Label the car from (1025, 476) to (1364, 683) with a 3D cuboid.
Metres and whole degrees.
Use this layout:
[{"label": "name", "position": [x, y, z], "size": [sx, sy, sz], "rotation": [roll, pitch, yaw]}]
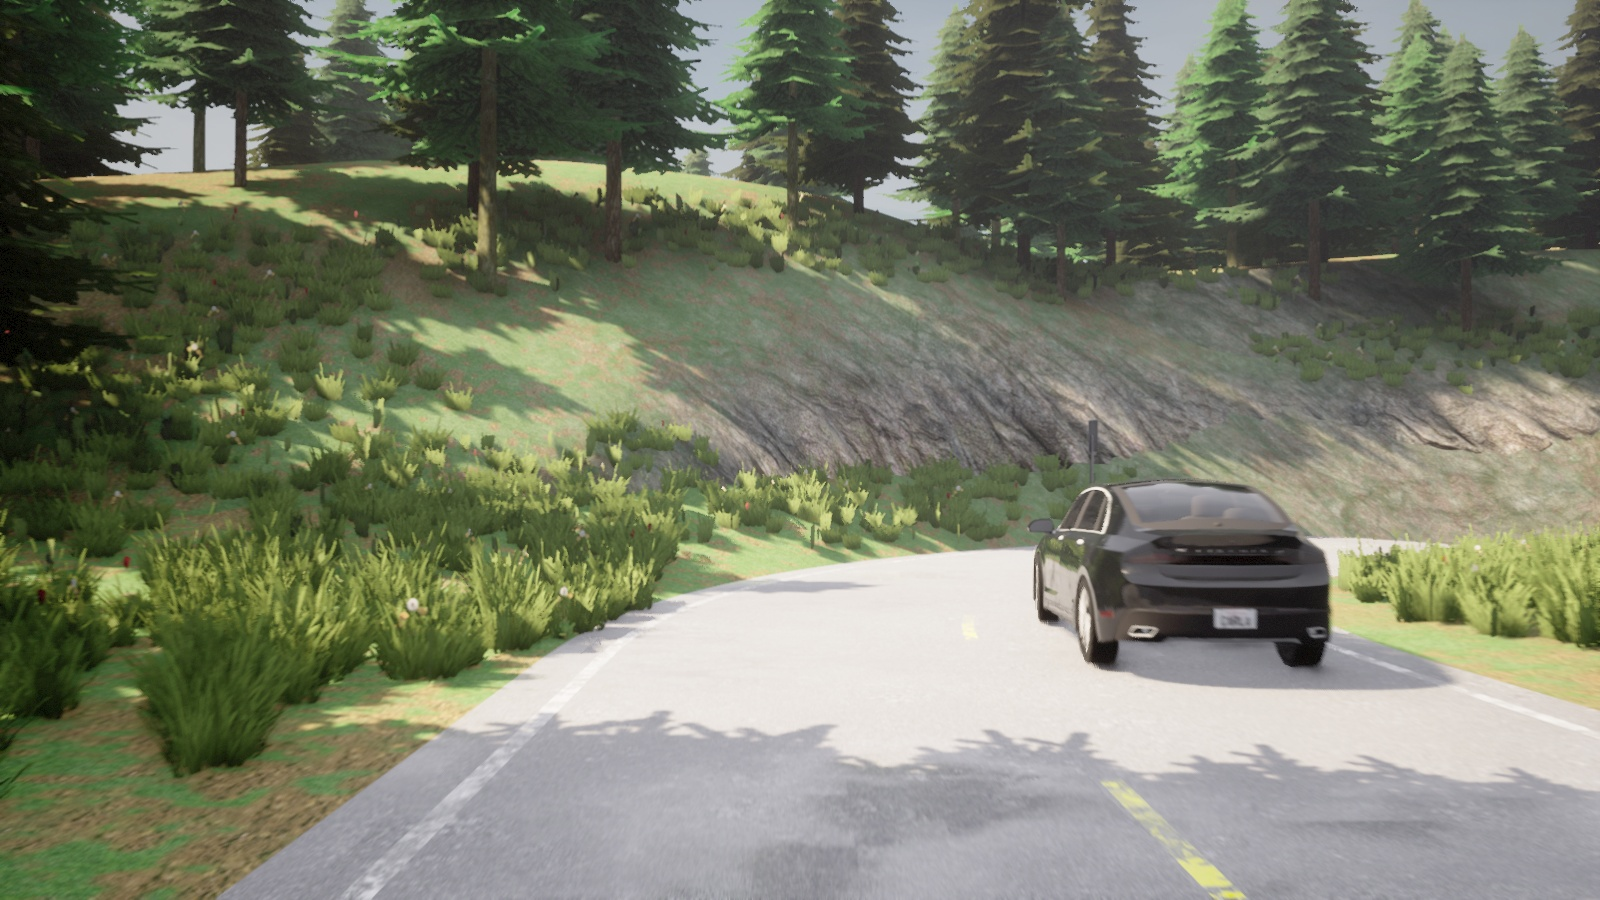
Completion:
[{"label": "car", "position": [3.312, 1.001, 11.629], "size": [1.837, 1.490, 4.892], "rotation": [-1, -1, 3]}]
